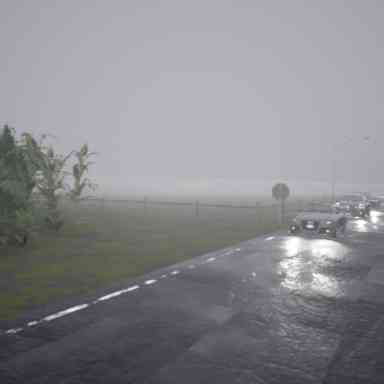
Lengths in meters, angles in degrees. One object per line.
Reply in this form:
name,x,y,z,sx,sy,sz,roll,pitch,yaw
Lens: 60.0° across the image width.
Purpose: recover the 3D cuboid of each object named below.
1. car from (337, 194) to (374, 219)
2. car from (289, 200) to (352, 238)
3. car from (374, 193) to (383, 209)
car,12.194,0.953,25.199,2.097,1.767,4.553,2,2,33
car,6.178,1.276,16.039,1.994,1.385,4.181,2,2,32
car,18.744,1.079,35.201,1.895,1.301,4.718,2,2,33
